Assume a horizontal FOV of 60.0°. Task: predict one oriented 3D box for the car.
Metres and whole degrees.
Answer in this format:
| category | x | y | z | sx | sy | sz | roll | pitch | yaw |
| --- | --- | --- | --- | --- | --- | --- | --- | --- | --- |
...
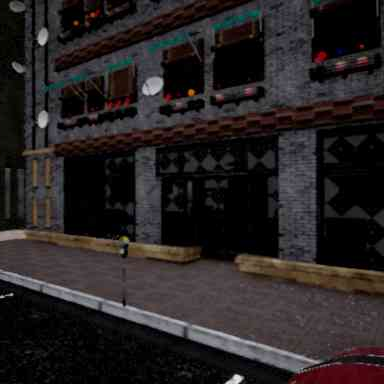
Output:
| category | x | y | z | sx | sy | sz | roll | pitch | yaw |
| --- | --- | --- | --- | --- | --- | --- | --- | --- | --- |
| car | 2.180 | 1.442 | 1.324 | 4.097 | 1.590 | 1.967 | 0 | 0 | 35 |
